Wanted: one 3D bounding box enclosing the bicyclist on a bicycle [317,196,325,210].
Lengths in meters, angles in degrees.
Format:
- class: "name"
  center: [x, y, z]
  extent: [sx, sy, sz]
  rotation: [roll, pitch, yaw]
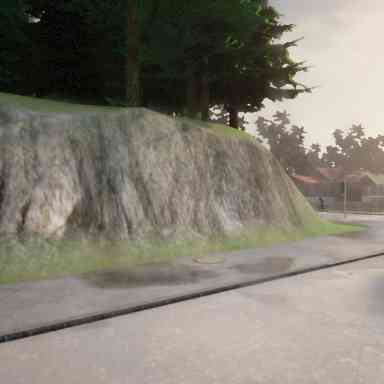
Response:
- class: "bicyclist on a bicycle"
  center: [15.462, 1.349, 39.963]
  extent: [1.656, 1.620, 0.582]
  rotation: [0, 0, -36]
